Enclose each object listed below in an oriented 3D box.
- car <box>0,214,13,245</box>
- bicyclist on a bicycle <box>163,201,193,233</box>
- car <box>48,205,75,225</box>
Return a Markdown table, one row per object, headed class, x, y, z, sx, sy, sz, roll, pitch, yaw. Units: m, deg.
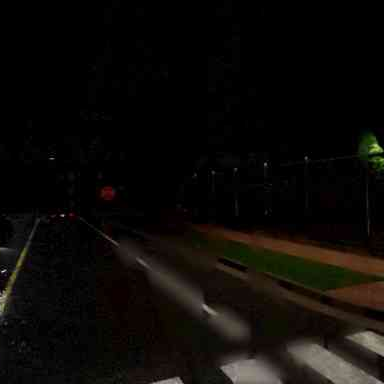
| class | x | y | z | sx | sy | sz | roll | pitch | yaw |
| --- | --- | --- | --- | --- | --- | --- | --- | --- | --- |
| car | -10.052 | 1.789 | 16.328 | 1.994 | 1.385 | 4.181 | -1 | 0 | -22 |
| bicyclist on a bicycle | -0.738 | 1.305 | 17.299 | 1.656 | 1.620 | 0.582 | -2 | 0 | -23 |
| car | -10.325 | 1.780 | 26.388 | 2.033 | 1.411 | 5.357 | -1 | 0 | -23 |
